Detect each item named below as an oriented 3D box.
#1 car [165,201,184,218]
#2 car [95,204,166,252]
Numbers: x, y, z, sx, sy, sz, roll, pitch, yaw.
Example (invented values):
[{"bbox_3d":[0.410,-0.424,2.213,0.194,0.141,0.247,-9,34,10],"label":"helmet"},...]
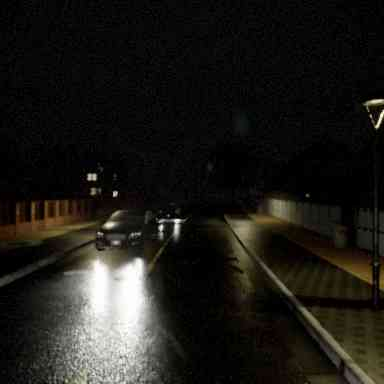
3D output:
[{"bbox_3d":[-1.733,1.546,29.986,2.033,1.411,5.357,0,0,4],"label":"car"},{"bbox_3d":[-2.548,1.486,13.970,2.128,1.511,4.902,0,0,2],"label":"car"}]
